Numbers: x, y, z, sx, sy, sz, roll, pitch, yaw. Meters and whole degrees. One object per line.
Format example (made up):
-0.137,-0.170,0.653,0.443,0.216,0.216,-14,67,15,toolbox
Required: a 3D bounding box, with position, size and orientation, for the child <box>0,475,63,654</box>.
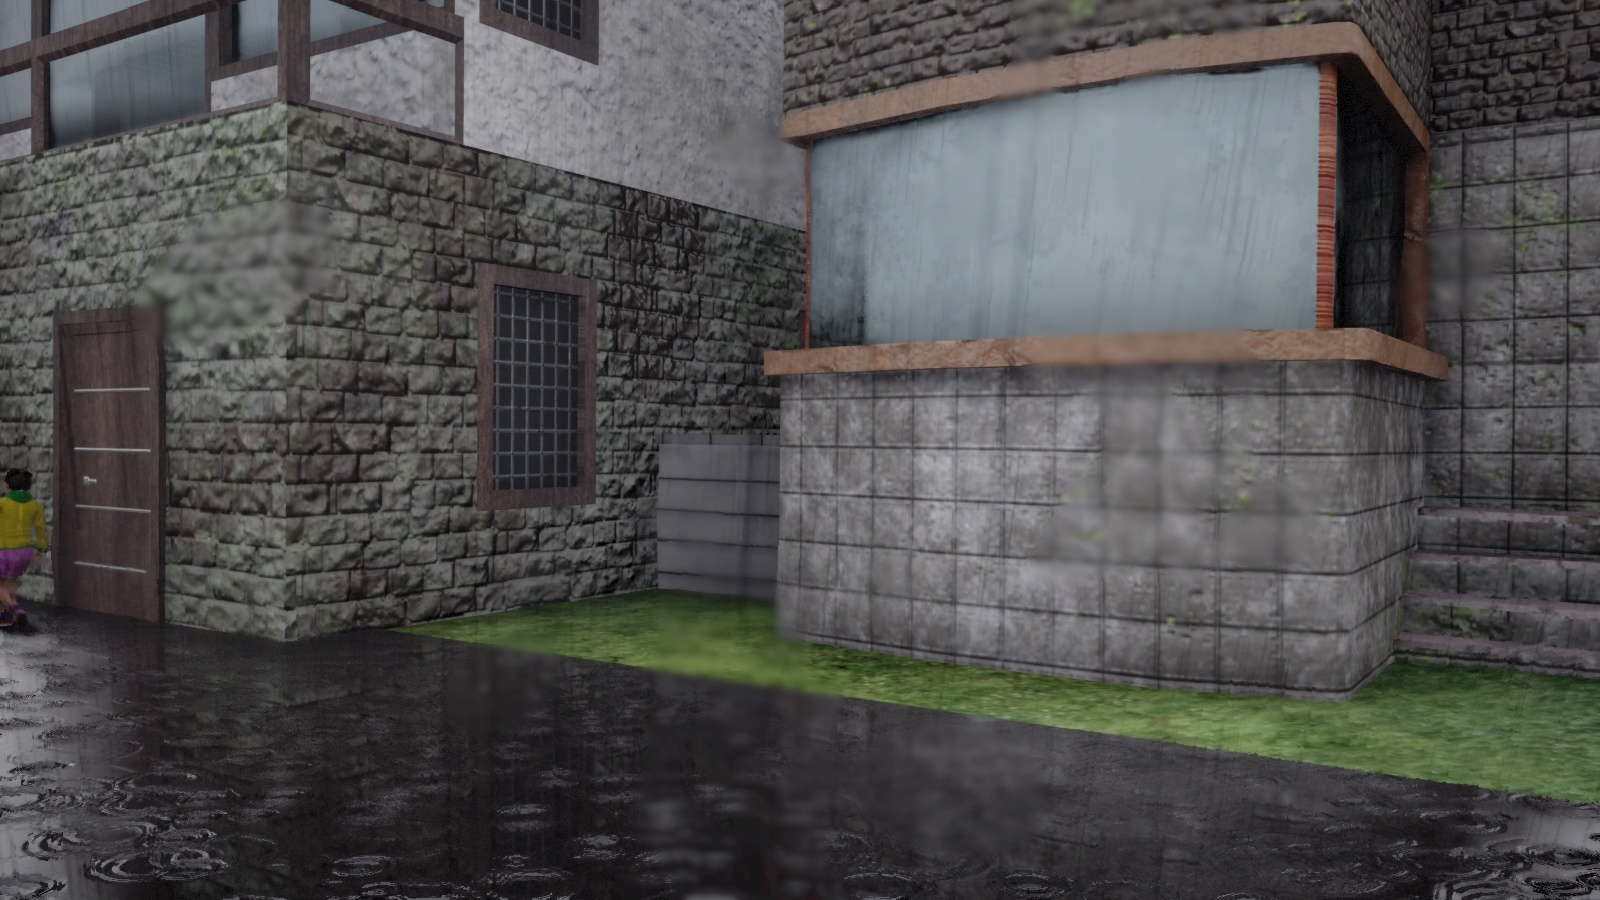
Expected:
-5.258,0.753,8.473,0.473,1.160,0.299,0,1,34,child
